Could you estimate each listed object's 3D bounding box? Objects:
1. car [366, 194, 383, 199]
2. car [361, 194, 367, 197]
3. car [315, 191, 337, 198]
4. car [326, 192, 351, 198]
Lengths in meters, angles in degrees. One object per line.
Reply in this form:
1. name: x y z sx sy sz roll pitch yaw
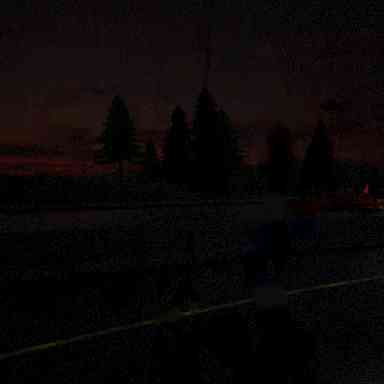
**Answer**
1. car: 33.411 1.237 59.101 4.718 1.301 1.895 0 1 -38
2. car: 33.636 1.140 63.671 4.181 1.385 1.994 0 1 -38
3. car: 22.015 0.798 53.741 5.566 2.045 2.150 0 1 -42
4. car: 22.206 1.140 49.187 4.892 1.490 1.837 0 1 -42
